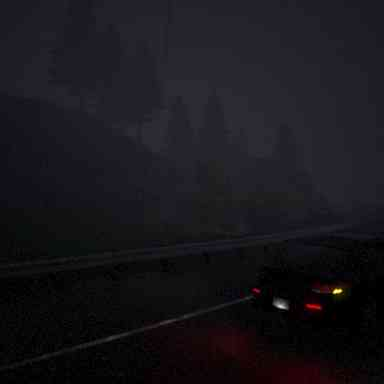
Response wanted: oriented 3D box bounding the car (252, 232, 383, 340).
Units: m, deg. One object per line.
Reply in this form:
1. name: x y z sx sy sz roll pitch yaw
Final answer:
1. car: 3.125 1.542 6.597 4.674 1.442 1.812 0 0 -40
